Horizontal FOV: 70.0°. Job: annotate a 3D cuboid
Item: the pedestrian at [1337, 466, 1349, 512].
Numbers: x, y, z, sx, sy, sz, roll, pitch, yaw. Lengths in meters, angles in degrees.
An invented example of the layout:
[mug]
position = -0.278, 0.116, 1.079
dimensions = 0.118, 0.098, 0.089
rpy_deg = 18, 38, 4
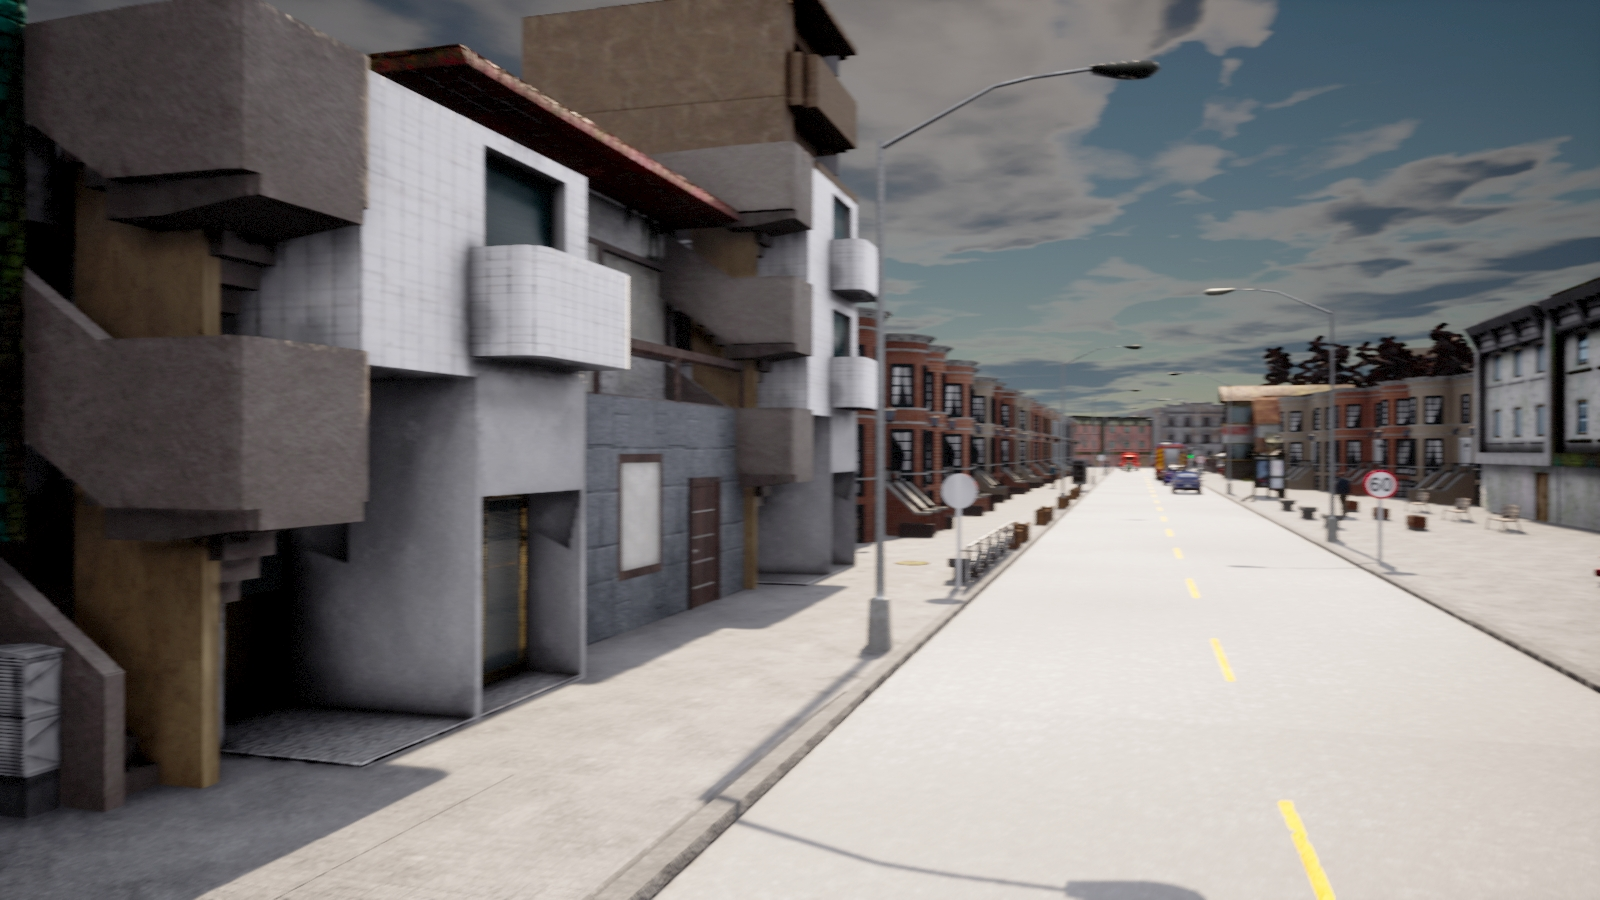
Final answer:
[pedestrian]
position = 21.878, 1.565, 46.016
dimensions = 0.375, 1.860, 0.375
rpy_deg = 0, 0, 13
